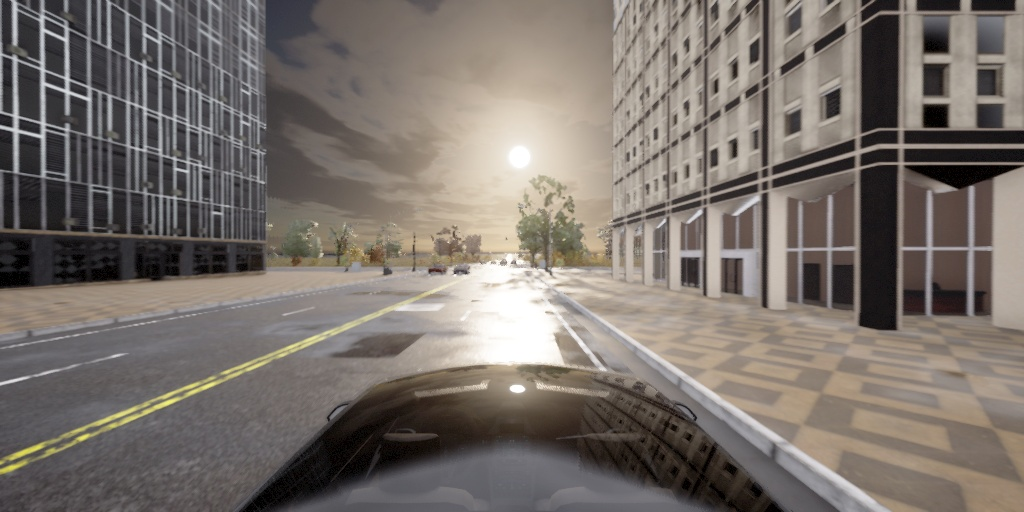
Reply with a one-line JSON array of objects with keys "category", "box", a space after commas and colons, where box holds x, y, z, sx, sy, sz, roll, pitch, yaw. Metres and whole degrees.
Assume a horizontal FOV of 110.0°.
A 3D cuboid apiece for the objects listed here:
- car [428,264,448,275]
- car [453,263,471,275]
[{"category": "car", "box": [-9.740, 1.748, 47.314, 1.895, 1.301, 4.718, 0, -1, 0]}, {"category": "car", "box": [-6.489, 1.696, 47.461, 2.033, 1.411, 5.357, 0, -1, 0]}]
